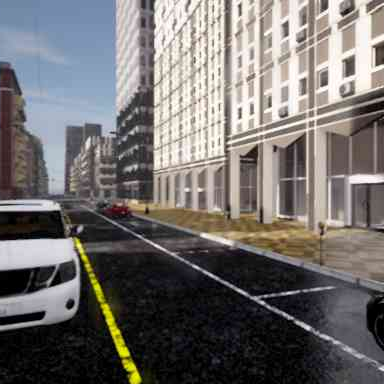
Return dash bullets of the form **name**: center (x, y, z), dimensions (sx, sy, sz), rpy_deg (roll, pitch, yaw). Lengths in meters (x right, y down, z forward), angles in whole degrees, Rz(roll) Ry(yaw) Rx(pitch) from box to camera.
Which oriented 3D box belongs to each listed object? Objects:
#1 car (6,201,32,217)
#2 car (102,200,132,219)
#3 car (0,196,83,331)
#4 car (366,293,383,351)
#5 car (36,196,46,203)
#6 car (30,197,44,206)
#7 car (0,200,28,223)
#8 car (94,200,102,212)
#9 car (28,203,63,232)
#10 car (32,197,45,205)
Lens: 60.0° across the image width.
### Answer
- **car**: center (-16.433, 1.603, 31.758), dimensions (1.802, 1.307, 4.206), rpy_deg (0, 0, -22)
- **car**: center (-6.546, 1.578, 29.663), dimensions (1.887, 1.381, 4.507), rpy_deg (0, 0, -22)
- **car**: center (-3.609, 1.225, 6.961), dimensions (2.150, 2.045, 5.566), rpy_deg (0, 0, -22)
- **car**: center (4.044, 1.577, 3.482), dimensions (1.947, 1.339, 4.313), rpy_deg (0, 0, -22)
- **car**: center (-34.030, 1.664, 75.133), dimensions (1.802, 1.307, 4.206), rpy_deg (0, 0, -22)
- **car**: center (-27.023, 1.606, 57.940), dimensions (2.008, 1.369, 4.403), rpy_deg (0, 0, -22)
- **car**: center (-14.315, 1.456, 26.521), dimensions (1.967, 1.590, 4.097), rpy_deg (0, 0, -22)
- **car**: center (-10.782, 1.595, 40.137), dimensions (2.008, 1.369, 4.403), rpy_deg (0, 0, -22)
- **car**: center (-9.349, 1.520, 21.422), dimensions (1.837, 1.490, 4.892), rpy_deg (0, 0, -22)
- **car**: center (-29.140, 1.614, 63.177), dimensions (2.008, 1.369, 4.403), rpy_deg (0, 0, -22)
